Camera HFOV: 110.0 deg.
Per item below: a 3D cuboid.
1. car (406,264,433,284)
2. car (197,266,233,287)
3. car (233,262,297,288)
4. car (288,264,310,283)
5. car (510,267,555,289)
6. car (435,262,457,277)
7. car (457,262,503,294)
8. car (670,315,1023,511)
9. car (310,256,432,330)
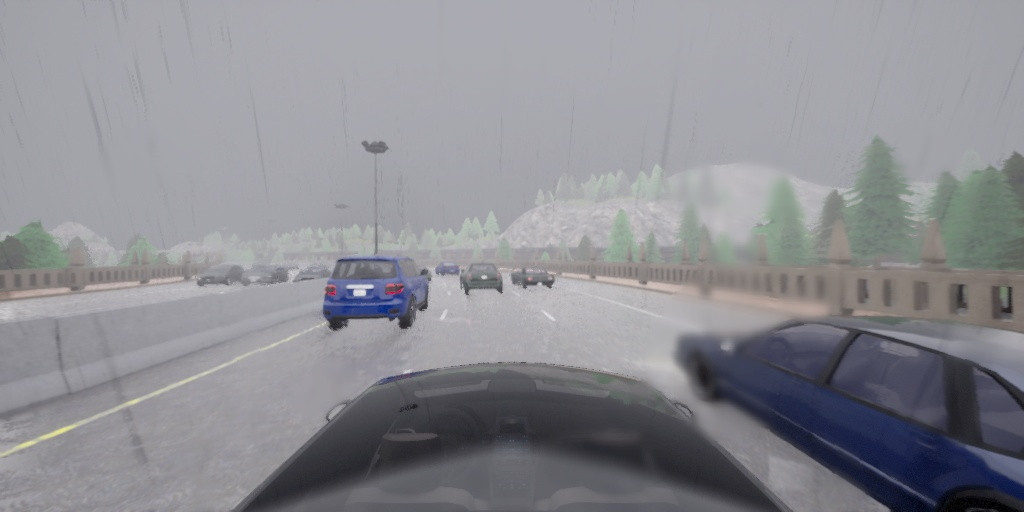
[{"bbox_3d":[-7.599,1.420,29.182,1.994,1.385,4.181,-1,0,-16],"label":"car"},{"bbox_3d":[-21.808,1.503,27.220,1.837,1.490,4.892,0,0,-18],"label":"car"},{"bbox_3d":[-17.833,1.444,26.195,2.128,1.511,4.902,-1,0,-17],"label":"car"},{"bbox_3d":[-14.085,1.477,25.769,1.994,1.385,4.181,0,0,-16],"label":"car"},{"bbox_3d":[1.182,1.362,23.170,1.895,1.301,4.718,0,0,-12],"label":"car"},{"bbox_3d":[-6.907,1.341,38.207,1.882,1.535,5.008,0,0,-22],"label":"car"},{"bbox_3d":[-1.857,1.137,20.770,2.097,1.767,4.553,-1,0,-11],"label":"car"},{"bbox_3d":[3.492,1.273,3.230,2.033,1.411,5.357,0,0,-2],"label":"car"},{"bbox_3d":[-4.029,1.011,11.537,2.150,2.045,5.566,0,0,-6],"label":"car"}]
